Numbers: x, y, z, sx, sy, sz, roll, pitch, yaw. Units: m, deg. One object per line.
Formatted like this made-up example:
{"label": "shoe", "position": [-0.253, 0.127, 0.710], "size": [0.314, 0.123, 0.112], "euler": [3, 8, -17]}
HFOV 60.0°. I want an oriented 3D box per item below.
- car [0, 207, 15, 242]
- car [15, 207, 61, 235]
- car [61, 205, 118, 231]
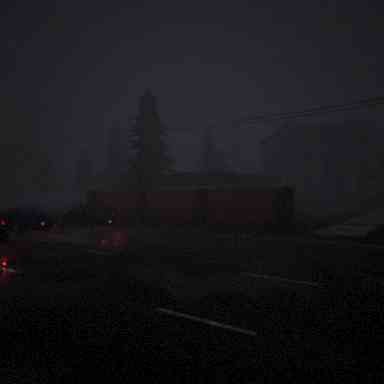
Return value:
{"label": "car", "position": [-10.880, 1.491, 16.056], "size": [4.553, 1.767, 2.097], "euler": [-1, 0, 36]}
{"label": "car", "position": [-10.335, 1.630, 19.967], "size": [5.008, 1.535, 1.882], "euler": [-1, 0, 36]}
{"label": "car", "position": [-7.027, 1.632, 21.906], "size": [4.902, 1.511, 2.128], "euler": [-1, 0, 36]}
